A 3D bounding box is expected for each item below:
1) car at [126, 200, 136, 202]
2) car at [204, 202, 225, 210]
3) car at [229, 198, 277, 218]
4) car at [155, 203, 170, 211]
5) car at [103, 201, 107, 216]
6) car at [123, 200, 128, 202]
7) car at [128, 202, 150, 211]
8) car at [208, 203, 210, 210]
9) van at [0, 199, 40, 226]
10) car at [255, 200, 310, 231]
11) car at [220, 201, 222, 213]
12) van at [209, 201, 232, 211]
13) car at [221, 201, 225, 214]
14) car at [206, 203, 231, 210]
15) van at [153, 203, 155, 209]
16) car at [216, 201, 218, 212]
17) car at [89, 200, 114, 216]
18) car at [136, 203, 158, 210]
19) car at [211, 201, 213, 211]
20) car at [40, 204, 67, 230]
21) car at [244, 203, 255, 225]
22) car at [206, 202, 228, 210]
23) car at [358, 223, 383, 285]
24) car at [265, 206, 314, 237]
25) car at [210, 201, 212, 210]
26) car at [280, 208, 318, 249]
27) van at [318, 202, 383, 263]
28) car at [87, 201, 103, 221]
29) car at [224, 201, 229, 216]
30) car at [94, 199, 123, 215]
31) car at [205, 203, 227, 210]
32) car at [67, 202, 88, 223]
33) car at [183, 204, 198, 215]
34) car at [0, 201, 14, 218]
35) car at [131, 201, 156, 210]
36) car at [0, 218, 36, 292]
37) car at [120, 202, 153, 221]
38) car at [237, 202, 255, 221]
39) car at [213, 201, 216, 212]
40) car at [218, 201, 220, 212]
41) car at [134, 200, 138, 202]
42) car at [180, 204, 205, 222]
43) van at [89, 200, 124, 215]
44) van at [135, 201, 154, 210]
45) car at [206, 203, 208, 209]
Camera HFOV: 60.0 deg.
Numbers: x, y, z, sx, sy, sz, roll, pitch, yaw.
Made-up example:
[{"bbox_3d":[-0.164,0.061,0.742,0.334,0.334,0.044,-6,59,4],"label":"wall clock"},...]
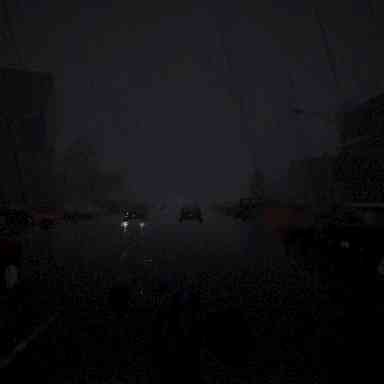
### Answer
[{"bbox_3d":[-11.523,2.431,48.887,5.366,1.575,1.946,0,-2,-21],"label":"car"},{"bbox_3d":[5.532,3.370,80.882,4.553,1.767,2.185,1,-2,-21],"label":"car"},{"bbox_3d":[6.354,1.546,28.057,5.566,2.045,2.435,1,-2,-20],"label":"car"},{"bbox_3d":[-5.465,2.849,65.191,2.097,1.767,4.553,0,-2,0],"label":"car"},{"bbox_3d":[-11.708,1.968,33.795,5.366,1.575,1.946,0,-1,-20],"label":"car"},{"bbox_3d":[-11.450,2.229,42.898,5.366,1.575,1.946,0,-2,-20],"label":"car"},{"bbox_3d":[-11.633,3.149,72.869,4.553,1.767,2.185,0,-2,-19],"label":"car"},{"bbox_3d":[6.004,2.682,57.364,5.008,1.535,2.097,1,-2,-21],"label":"car"},{"bbox_3d":[-11.330,1.431,18.950,4.442,1.987,1.878,-1,-1,-20],"label":"van"},{"bbox_3d":[6.348,1.508,19.232,4.553,1.767,2.185,1,-1,-20],"label":"car"},{"bbox_3d":[6.193,1.969,39.767,4.553,1.767,2.185,1,-2,-20],"label":"car"},{"bbox_3d":[5.910,2.866,69.152,4.442,1.987,1.878,1,-2,-21],"label":"van"},{"bbox_3d":[6.244,2.010,36.833,5.008,1.535,2.097,1,-2,-20],"label":"car"},{"bbox_3d":[5.749,3.190,72.041,5.008,1.535,2.097,1,-2,-21],"label":"car"},{"bbox_3d":[-11.518,3.153,75.907,4.442,1.987,1.878,0,-2,-19],"label":"van"},{"bbox_3d":[6.127,2.153,45.630,4.553,1.767,2.185,1,-2,-21],"label":"car"},{"bbox_3d":[-11.738,2.048,36.786,5.366,1.575,1.946,0,-1,-20],"label":"car"},{"bbox_3d":[-11.502,3.692,84.847,5.008,1.535,2.097,0,-2,-19],"label":"car"},{"bbox_3d":[6.072,2.481,51.501,4.892,1.521,2.231,1,-2,-21],"label":"car"},{"bbox_3d":[-11.278,1.705,21.963,5.366,1.575,1.946,0,-1,-20],"label":"car"},{"bbox_3d":[6.356,1.684,22.168,4.892,1.521,2.231,1,-1,-20],"label":"car"},{"bbox_3d":[5.654,3.166,74.987,4.553,1.767,2.185,1,-2,-21],"label":"car"},{"bbox_3d":[6.418,1.543,7.499,4.674,1.452,2.002,1,0,-20],"label":"car"},{"bbox_3d":[6.363,1.622,16.286,4.792,1.488,2.163,1,-1,-20],"label":"car"},{"bbox_3d":[6.034,2.582,54.431,4.892,1.521,2.231,1,-2,-21],"label":"car"},{"bbox_3d":[6.407,1.557,13.369,5.008,1.535,2.097,1,-1,-20],"label":"car"},{"bbox_3d":[6.519,1.303,10.478,4.442,1.987,1.878,1,-1,-20],"label":"van"},{"bbox_3d":[-11.338,1.890,30.934,5.366,1.575,1.946,0,-2,-20],"label":"car"},{"bbox_3d":[6.284,1.934,33.903,5.008,1.535,2.097,1,-1,-20],"label":"car"},{"bbox_3d":[-11.620,1.887,39.837,5.566,2.045,2.435,0,-2,-20],"label":"car"},{"bbox_3d":[5.649,3.424,77.949,4.792,1.488,2.163,1,-2,-21],"label":"car"},{"bbox_3d":[-11.461,1.857,27.891,4.792,1.488,2.163,0,-2,-20],"label":"car"},{"bbox_3d":[-0.202,2.326,45.191,1.812,1.442,4.674,0,-2,0],"label":"car"},{"bbox_3d":[-11.393,1.489,15.917,4.553,1.767,2.185,-1,-1,-20],"label":"car"},{"bbox_3d":[-11.563,3.233,78.877,5.566,2.045,2.435,0,-2,-19],"label":"car"},{"bbox_3d":[-5.104,1.498,6.229,1.882,1.535,5.008,0,0,0],"label":"car"},{"bbox_3d":[-5.130,1.914,31.402,1.837,1.490,4.892,0,-2,0],"label":"car"},{"bbox_3d":[6.339,1.736,25.106,4.892,1.521,2.231,1,-2,-20],"label":"car"},{"bbox_3d":[6.113,2.378,48.565,5.008,1.535,2.097,1,-2,-21],"label":"car"},{"bbox_3d":[6.194,2.224,42.693,4.674,1.452,2.002,1,-2,-21],"label":"car"},{"bbox_3d":[-11.761,2.288,51.810,5.566,2.045,2.435,0,-2,-21],"label":"car"},{"bbox_3d":[-0.093,1.851,30.096,1.882,1.535,5.008,0,-2,0],"label":"car"},{"bbox_3d":[-11.771,2.106,45.790,4.442,1.987,1.878,0,-2,-21],"label":"van"},{"bbox_3d":[-11.658,3.363,81.817,4.442,1.987,1.878,0,-2,-19],"label":"van"},{"bbox_3d":[5.909,2.885,63.233,5.008,1.535,2.097,1,-2,-21],"label":"car"}]
